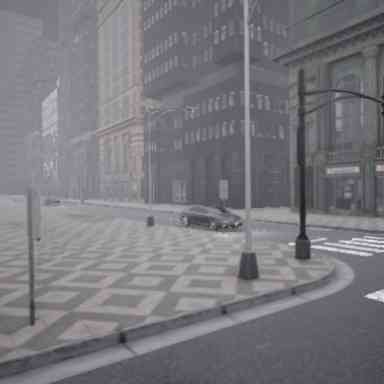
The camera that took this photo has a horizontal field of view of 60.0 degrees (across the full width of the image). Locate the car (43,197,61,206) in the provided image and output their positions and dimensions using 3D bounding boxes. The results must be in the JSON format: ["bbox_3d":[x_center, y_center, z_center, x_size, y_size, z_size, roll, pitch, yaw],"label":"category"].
[{"bbox_3d":[-22.867,1.481,54.319,1.895,1.301,4.718,-1,1,-36],"label":"car"}]

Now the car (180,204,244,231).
[{"bbox_3d":[1.103,1.537,20.736,1.837,1.490,4.892,-1,1,-36],"label":"car"}]
